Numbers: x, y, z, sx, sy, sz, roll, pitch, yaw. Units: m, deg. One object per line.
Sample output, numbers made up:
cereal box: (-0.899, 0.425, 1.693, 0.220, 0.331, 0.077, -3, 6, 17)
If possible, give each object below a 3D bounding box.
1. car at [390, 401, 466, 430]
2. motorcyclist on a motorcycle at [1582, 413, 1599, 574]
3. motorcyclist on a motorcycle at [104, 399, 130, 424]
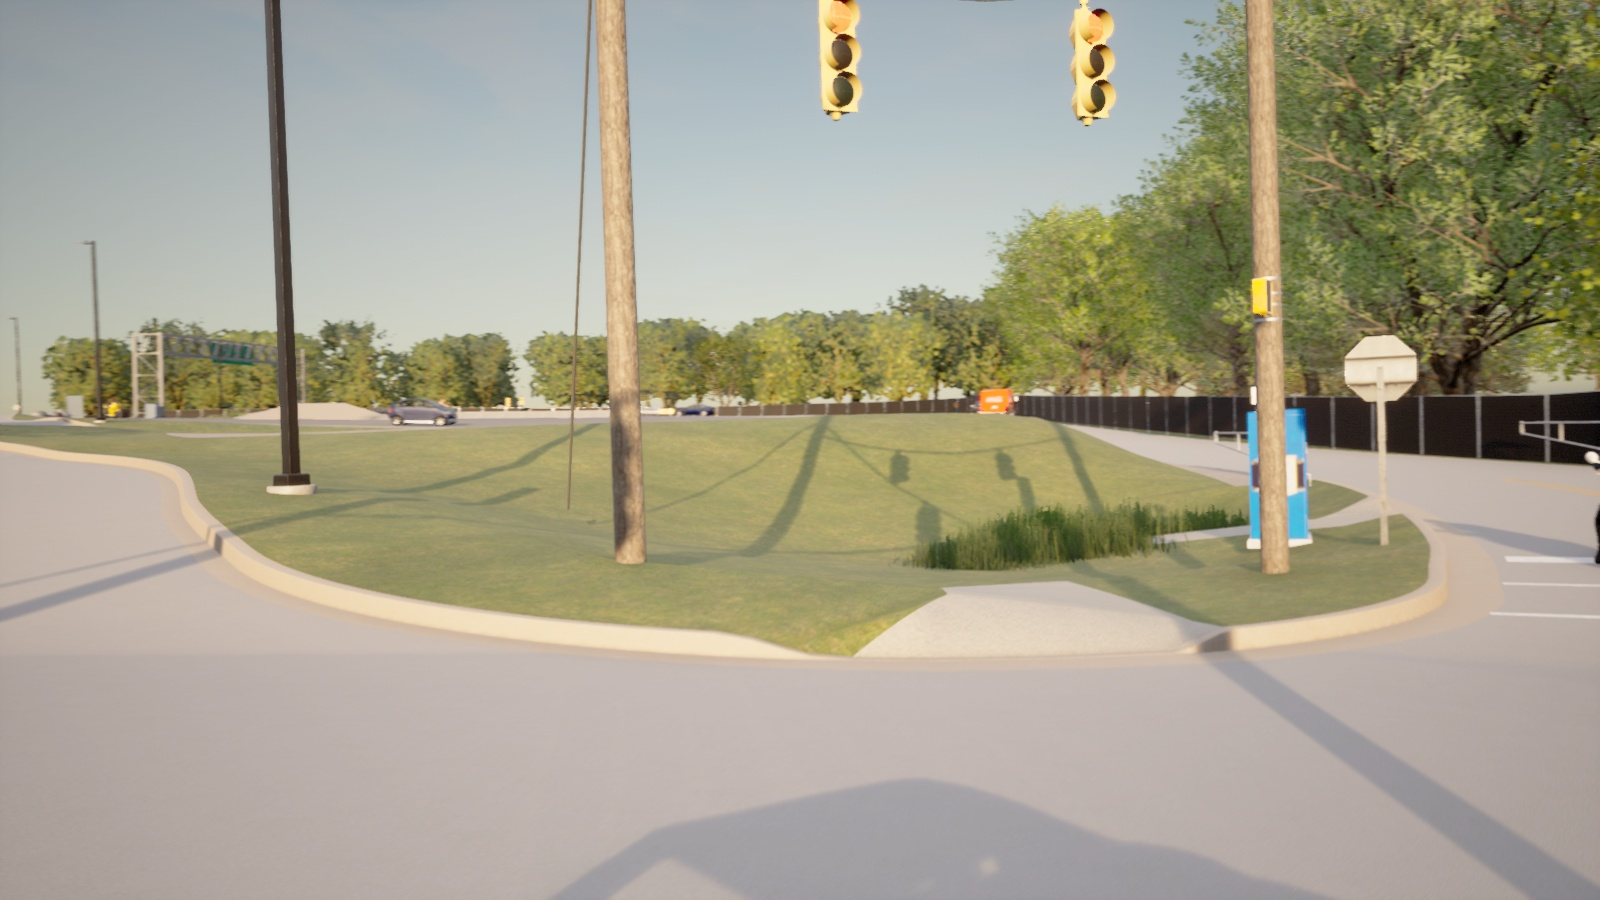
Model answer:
car: (-21.092, -1.971, 71.295, 3.705, 1.549, 1.789, 1, 3, 5)
motorcyclist on a motorcycle: (8.869, 0.413, 13.309, 0.866, 1.590, 1.817, -2, 2, 29)
motorcyclist on a motorcycle: (-43.733, -2.467, 80.411, 2.044, 1.523, 0.797, 2, 1, 42)
